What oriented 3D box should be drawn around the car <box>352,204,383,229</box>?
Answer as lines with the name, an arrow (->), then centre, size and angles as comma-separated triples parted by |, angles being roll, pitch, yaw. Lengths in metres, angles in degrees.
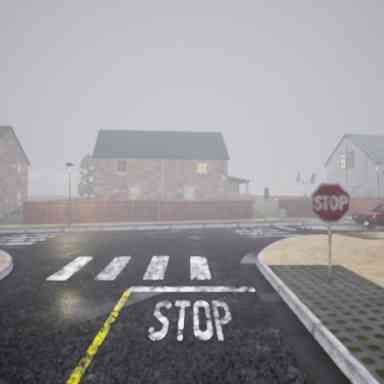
car -> 10.447, 1.176, 16.169 | 4.718, 1.301, 1.895 | -1, -1, -10
